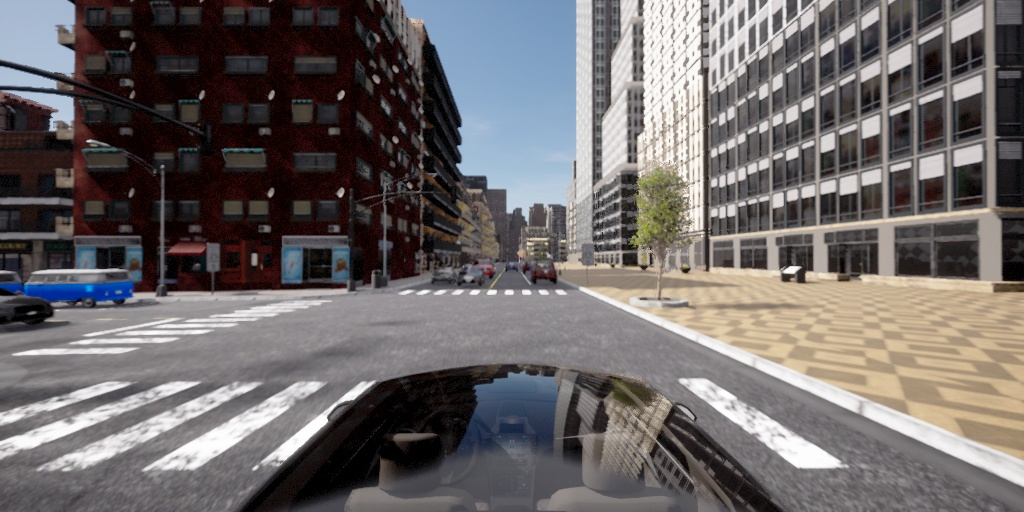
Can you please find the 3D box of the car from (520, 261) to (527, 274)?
[{"bbox_3d":[2.650,1.598,52.630,2.192,1.841,5.009,0,0,0],"label":"car"}]

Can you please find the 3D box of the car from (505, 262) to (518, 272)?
[{"bbox_3d":[-0.045,1.715,59.695,2.097,1.767,4.553,0,-1,0],"label":"car"}]

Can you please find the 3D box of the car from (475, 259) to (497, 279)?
[{"bbox_3d":[-3.111,1.350,38.735,2.150,2.045,5.566,0,-1,0],"label":"car"}]

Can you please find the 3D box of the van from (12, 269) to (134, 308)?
[{"bbox_3d":[-20.779,1.542,17.266,3.998,1.789,1.690,0,0,-1],"label":"van"}]

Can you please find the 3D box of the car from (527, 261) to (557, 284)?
[{"bbox_3d":[2.667,1.356,30.527,2.192,1.841,5.009,0,0,0],"label":"car"}]

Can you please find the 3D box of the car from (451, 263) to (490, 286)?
[{"bbox_3d":[-3.116,1.508,28.131,2.128,1.511,4.902,0,-1,0],"label":"car"}]

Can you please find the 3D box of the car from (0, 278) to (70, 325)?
[{"bbox_3d":[-17.873,1.623,11.510,4.892,1.490,1.837,-1,0,-1],"label":"car"}]

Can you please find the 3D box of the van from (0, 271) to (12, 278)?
[{"bbox_3d":[-26.317,1.631,17.210,3.998,1.789,1.690,0,0,-1],"label":"van"}]

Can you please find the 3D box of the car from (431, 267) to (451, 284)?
[{"bbox_3d":[-5.713,1.591,30.520,2.007,1.370,4.403,0,0,0],"label":"car"}]
